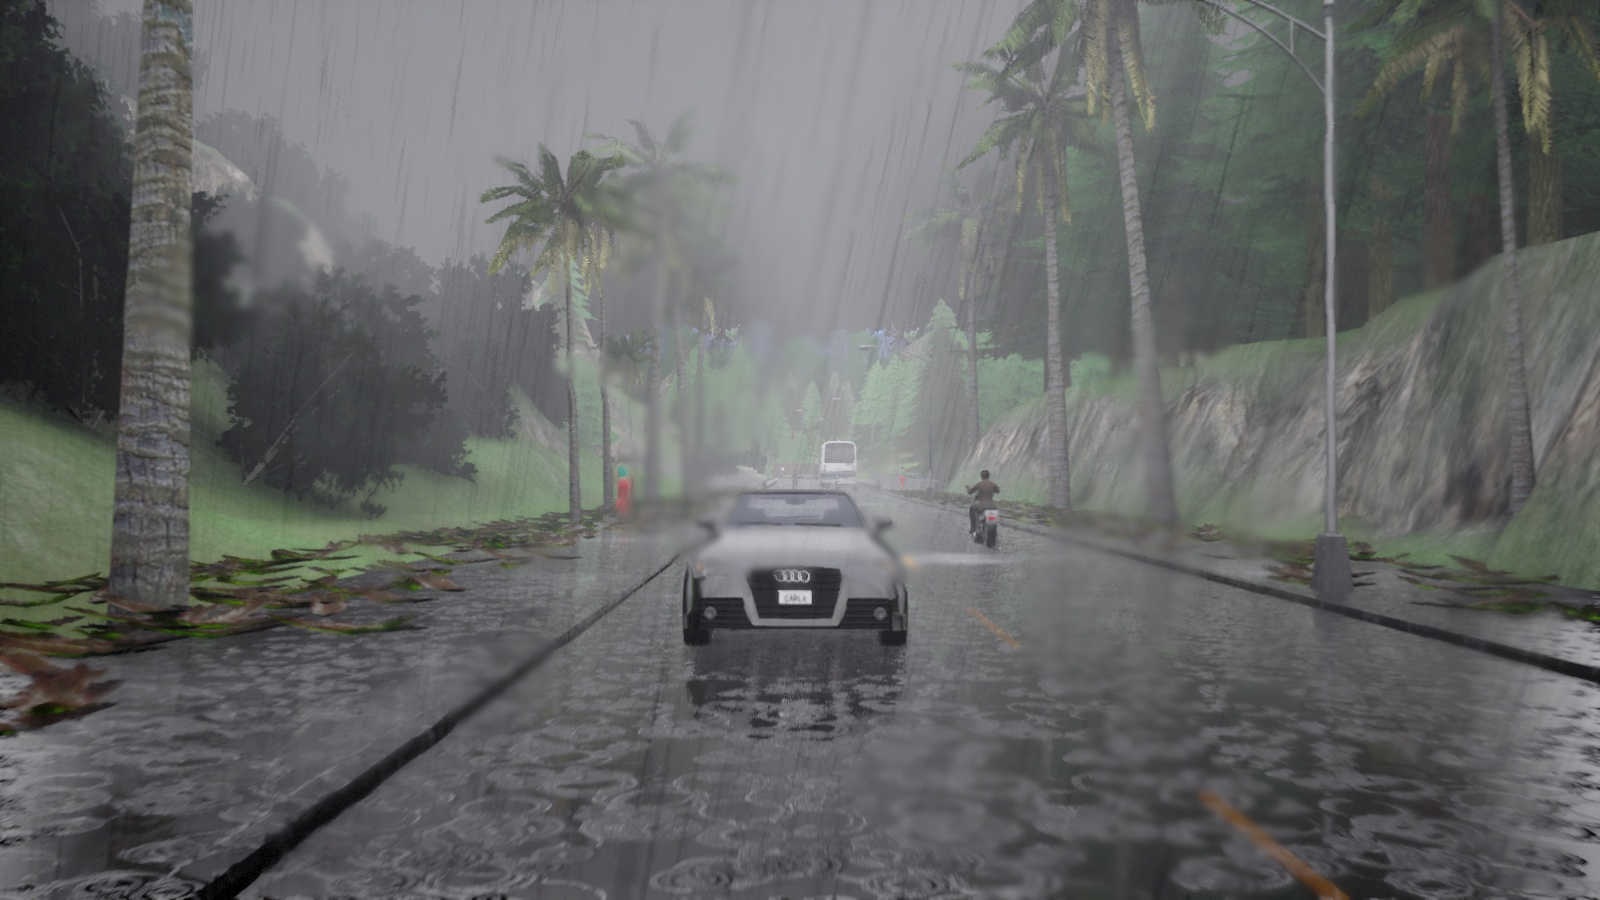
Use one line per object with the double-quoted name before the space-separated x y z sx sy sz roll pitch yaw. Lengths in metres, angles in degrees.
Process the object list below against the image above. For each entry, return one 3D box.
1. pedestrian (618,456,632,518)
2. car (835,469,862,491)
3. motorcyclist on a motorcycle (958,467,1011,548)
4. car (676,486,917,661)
"pedestrian" -5.222 1.096 37.430 0.345 1.836 0.594 0 -1 0
"car" 3.643 2.295 95.371 1.851 1.617 3.988 0 -1 0
"motorcyclist on a motorcycle" 3.924 1.200 26.924 0.766 1.649 2.350 0 -1 0
"car" -0.035 1.088 12.526 1.994 1.385 4.181 0 -1 0
